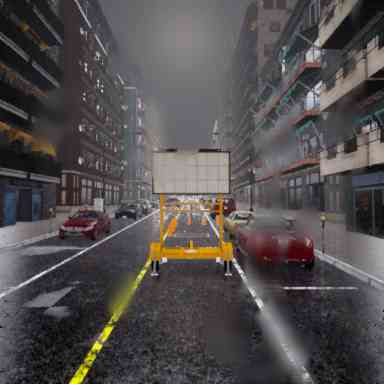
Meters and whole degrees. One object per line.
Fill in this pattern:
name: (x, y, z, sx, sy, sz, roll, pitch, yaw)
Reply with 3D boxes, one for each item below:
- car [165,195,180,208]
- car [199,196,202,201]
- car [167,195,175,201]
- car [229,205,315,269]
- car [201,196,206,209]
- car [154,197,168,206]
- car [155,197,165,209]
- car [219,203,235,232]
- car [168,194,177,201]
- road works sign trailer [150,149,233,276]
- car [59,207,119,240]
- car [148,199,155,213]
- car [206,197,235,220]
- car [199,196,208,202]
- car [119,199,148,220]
car: (-2.733, 1.560, 48.126, 1.812, 1.442, 4.674, 0, 0, 0)
car: (2.610, 1.608, 56.614, 1.947, 1.339, 4.313, 2, 0, 0)
car: (-5.259, 1.595, 84.773, 1.752, 1.417, 4.829, 2, 0, 0)
car: (2.597, 1.448, 11.298, 1.967, 1.590, 4.097, 2, 0, 0)
car: (2.607, 1.558, 45.455, 1.752, 1.417, 4.829, 2, 0, 0)
car: (-5.269, 1.587, 56.622, 1.887, 1.381, 4.507, 2, 0, 0)
car: (-5.274, 1.584, 45.293, 2.008, 1.369, 4.403, 2, 0, 0)
car: (2.597, 1.537, 17.132, 1.752, 1.417, 4.829, 2, 0, 0)
car: (-5.249, 1.392, 90.609, 2.192, 1.841, 5.009, 2, 0, 0)
road works sign trailer: (-0.019, 0.471, 10.373, 2.380, 3.560, 2.880, 0, 0, 0)
car: (-5.285, 1.593, 16.970, 1.802, 1.307, 4.206, 2, 0, 0)
car: (-5.274, 1.464, 33.964, 1.967, 1.590, 4.097, 2, 0, 0)
car: (2.607, 1.334, 28.291, 2.192, 1.841, 5.009, 2, 0, 0)
car: (2.618, 1.614, 79.271, 2.008, 1.369, 4.403, 2, 0, 0)
car: (-5.280, 1.585, 28.299, 1.947, 1.339, 4.313, 2, 0, 0)
